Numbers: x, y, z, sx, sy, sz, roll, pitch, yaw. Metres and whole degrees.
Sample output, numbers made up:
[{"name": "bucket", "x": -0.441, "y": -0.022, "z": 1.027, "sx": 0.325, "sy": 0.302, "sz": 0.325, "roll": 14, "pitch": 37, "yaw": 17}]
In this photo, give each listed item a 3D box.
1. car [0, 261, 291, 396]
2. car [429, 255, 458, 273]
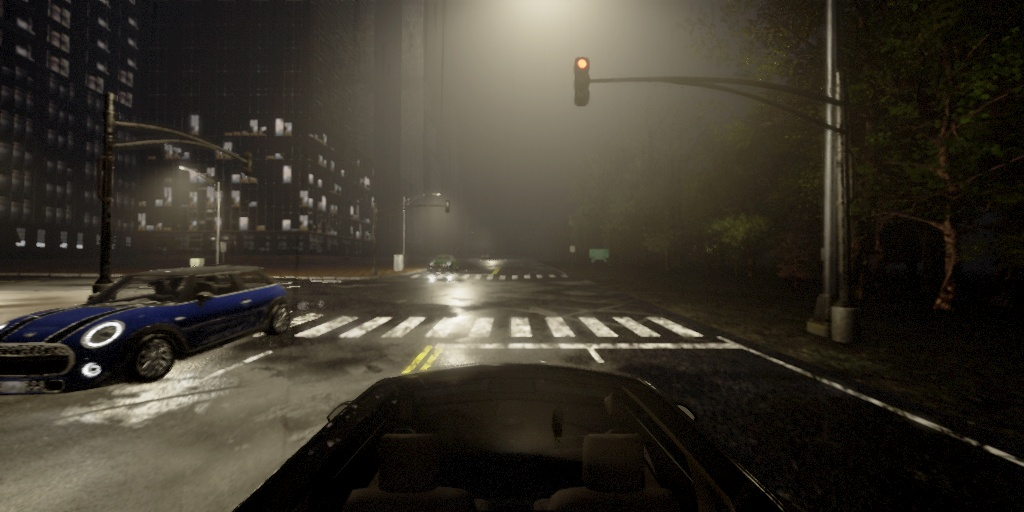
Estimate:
[{"name": "car", "x": -6.504, "y": 1.041, "z": 6.894, "sx": 2.097, "sy": 1.767, "sz": 4.553, "roll": -1, "pitch": 2, "yaw": 0}, {"name": "car", "x": -6.501, "y": 0.661, "z": 34.400, "sx": 2.097, "sy": 1.767, "sz": 4.553, "roll": 0, "pitch": 0, "yaw": 0}]
